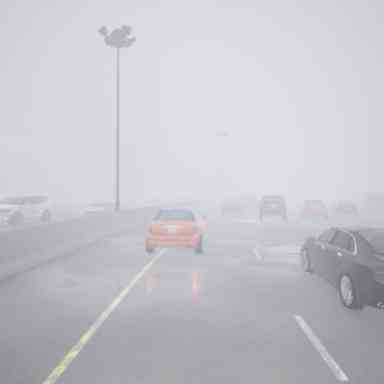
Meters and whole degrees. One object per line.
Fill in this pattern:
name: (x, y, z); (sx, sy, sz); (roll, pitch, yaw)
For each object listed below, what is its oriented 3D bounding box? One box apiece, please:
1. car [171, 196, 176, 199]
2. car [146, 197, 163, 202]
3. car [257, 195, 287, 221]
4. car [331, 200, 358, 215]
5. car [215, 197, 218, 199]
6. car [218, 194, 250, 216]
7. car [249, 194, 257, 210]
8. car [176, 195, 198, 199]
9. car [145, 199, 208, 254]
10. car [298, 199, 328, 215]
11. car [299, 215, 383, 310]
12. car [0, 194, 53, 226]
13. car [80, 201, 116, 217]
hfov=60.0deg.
car: (-2.946, 1.515, 65.375); (1.882, 1.535, 5.008); (0, 0, 25)
car: (-7.084, 1.621, 64.662); (1.895, 1.301, 4.718); (0, 0, 24)
car: (6.814, 1.261, 28.200); (2.150, 2.045, 5.566); (0, 0, 12)
car: (15.449, 1.548, 33.877); (1.882, 1.535, 5.008); (0, 0, 15)
car: (6.148, 1.417, 68.085); (2.097, 1.767, 4.553); (0, 0, 26)
car: (4.329, 1.387, 33.655); (2.097, 1.767, 4.553); (0, 0, 16)
car: (7.617, 1.278, 44.756); (2.150, 2.045, 5.566); (0, 0, 20)
car: (-0.505, 1.392, 62.227); (2.097, 1.767, 4.553); (0, 0, 24)
car: (-0.462, 1.359, 13.778); (2.097, 1.767, 4.553); (0, 0, 6)
car: (10.906, 1.406, 30.205); (2.097, 1.767, 4.553); (0, 0, 13)
car: (3.976, 1.522, 7.769); (1.837, 1.490, 4.892); (0, 0, 3)
car: (-12.070, 1.199, 23.375); (2.150, 2.045, 5.566); (0, 0, 9)
car: (-7.639, 1.521, 28.180); (1.812, 1.442, 4.674); (0, 0, 11)
